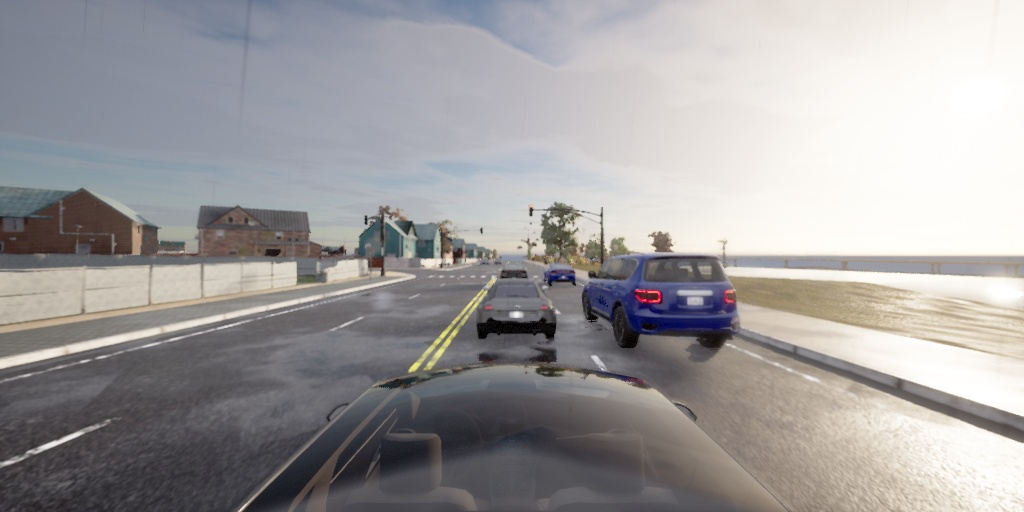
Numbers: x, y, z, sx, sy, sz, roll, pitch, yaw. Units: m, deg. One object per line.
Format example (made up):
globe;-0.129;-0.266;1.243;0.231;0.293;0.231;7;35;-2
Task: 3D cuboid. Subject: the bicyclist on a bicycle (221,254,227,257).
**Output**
bicyclist on a bicycle;-29.571;0.578;36.825;0.582;1.620;1.656;1;0;-35

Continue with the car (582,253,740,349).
car;3.362;0.971;9.312;2.150;2.045;5.566;0;-1;-1

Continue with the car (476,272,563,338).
car;0.108;1.321;10.219;1.994;1.385;4.181;0;0;0

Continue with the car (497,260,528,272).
car;0.129;1.252;26.007;1.882;1.535;5.008;0;0;0

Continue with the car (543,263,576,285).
car;3.378;1.252;25.975;1.882;1.535;5.008;0;0;0
